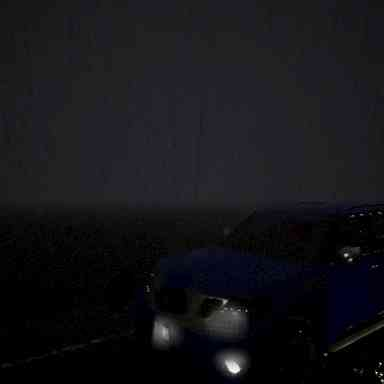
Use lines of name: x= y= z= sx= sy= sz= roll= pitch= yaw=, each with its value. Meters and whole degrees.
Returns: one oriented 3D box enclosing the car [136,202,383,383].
car: x=1.911 y=1.212 z=5.355 sx=5.566 sy=2.045 sz=2.150 roll=0 pitch=0 yaw=-35
